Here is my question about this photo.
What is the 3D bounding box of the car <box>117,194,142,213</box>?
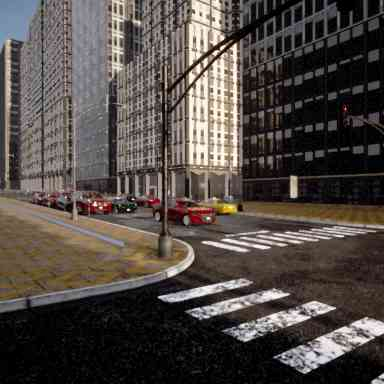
[{"bbox_3d":[-6.512,1.112,29.018,1.895,1.301,4.718,0,1,-36],"label":"car"}]

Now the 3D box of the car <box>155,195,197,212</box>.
[{"bbox_3d":[-1.620,1.066,32.158,1.947,1.339,4.313,1,0,-36],"label":"car"}]

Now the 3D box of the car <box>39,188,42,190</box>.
[{"bbox_3d":[-31.441,0.104,73.009,1.887,1.381,4.507,1,0,-36],"label":"car"}]

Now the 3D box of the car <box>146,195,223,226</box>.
[{"bbox_3d":[-0.599,1.177,20.908,1.882,1.535,5.008,0,1,-38],"label":"car"}]

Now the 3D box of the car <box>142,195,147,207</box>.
[{"bbox_3d":[-4.934,0.977,36.697,1.802,1.307,4.206,1,0,-36],"label":"car"}]

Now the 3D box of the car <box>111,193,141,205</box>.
[{"bbox_3d":[-8.248,0.856,41.236,1.947,1.339,4.313,1,0,-36],"label":"car"}]

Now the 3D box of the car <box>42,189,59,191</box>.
[{"bbox_3d":[-25.091,0.380,59.870,2.033,1.411,5.357,0,1,-34],"label":"car"}]

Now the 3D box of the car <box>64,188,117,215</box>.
[{"bbox_3d":[-8.378,0.841,27.209,2.192,1.841,5.009,1,0,-36],"label":"car"}]

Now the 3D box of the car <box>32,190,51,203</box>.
[{"bbox_3d":[-18.323,0.793,40.826,1.802,1.307,4.206,1,0,-36],"label":"car"}]

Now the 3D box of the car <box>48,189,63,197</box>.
[{"bbox_3d":[-28.127,0.214,68.469,2.008,1.369,4.403,1,0,-36],"label":"car"}]

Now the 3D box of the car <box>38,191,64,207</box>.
[{"bbox_3d":[-15.009,0.861,36.287,1.887,1.381,4.507,1,0,-36],"label":"car"}]

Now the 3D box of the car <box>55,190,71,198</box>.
[{"bbox_3d":[-24.914,0.289,64.068,1.752,1.417,4.829,1,0,-36],"label":"car"}]

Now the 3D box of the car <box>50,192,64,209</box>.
[{"bbox_3d":[-11.697,0.987,31.749,1.947,1.339,4.313,1,0,-36],"label":"car"}]

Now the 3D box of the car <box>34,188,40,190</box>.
[{"bbox_3d":[-34.752,-0.104,77.547,1.967,1.590,4.097,1,0,-36],"label":"car"}]

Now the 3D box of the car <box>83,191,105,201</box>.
[{"bbox_3d":[-14.874,0.646,50.314,1.947,1.339,4.313,1,0,-36],"label":"car"}]

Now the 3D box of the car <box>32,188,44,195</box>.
[{"bbox_3d":[-38.065,-0.208,82.086,1.967,1.590,4.097,1,0,-36],"label":"car"}]

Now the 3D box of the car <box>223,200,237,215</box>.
[{"bbox_3d":[1.662,1.127,27.811,1.752,1.417,4.829,1,0,-36],"label":"car"}]
